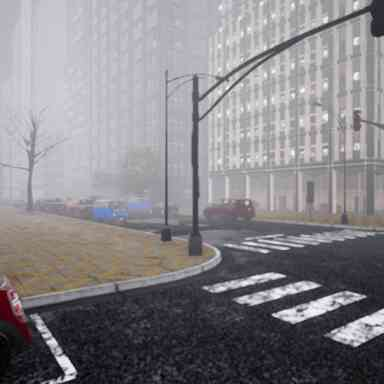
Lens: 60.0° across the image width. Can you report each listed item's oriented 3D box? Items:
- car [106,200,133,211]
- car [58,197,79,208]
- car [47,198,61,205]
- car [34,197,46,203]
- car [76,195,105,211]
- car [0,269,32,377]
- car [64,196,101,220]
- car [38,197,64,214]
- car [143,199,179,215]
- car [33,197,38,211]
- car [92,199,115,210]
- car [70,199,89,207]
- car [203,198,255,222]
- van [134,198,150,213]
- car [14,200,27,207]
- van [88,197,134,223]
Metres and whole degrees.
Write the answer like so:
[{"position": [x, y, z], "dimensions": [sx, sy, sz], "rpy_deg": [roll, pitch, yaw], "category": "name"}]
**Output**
[{"position": [-9.902, 1.838, 45.243], "dimensions": [1.947, 1.339, 4.313], "rpy_deg": [0, 0, -36], "category": "car"}, {"position": [-20.641, 1.713, 55.295], "dimensions": [2.097, 1.767, 4.553], "rpy_deg": [0, 0, -36], "category": "car"}, {"position": [-30.176, 2.052, 72.769], "dimensions": [1.947, 1.339, 4.313], "rpy_deg": [0, 0, -36], "category": "car"}, {"position": [-38.933, 2.055, 85.188], "dimensions": [1.882, 1.535, 5.008], "rpy_deg": [0, 0, -36], "category": "car"}, {"position": [-14.337, 1.516, 46.808], "dimensions": [2.150, 2.045, 5.566], "rpy_deg": [0, 0, -36], "category": "car"}, {"position": [-4.122, 1.441, 3.618], "dimensions": [4.097, 1.590, 1.967], "rpy_deg": [0, 0, -36], "category": "car"}, {"position": [-9.897, 1.505, 31.103], "dimensions": [2.192, 1.841, 5.009], "rpy_deg": [0, 0, -36], "category": "car"}, {"position": [-16.655, 1.579, 40.278], "dimensions": [2.192, 1.841, 5.009], "rpy_deg": [0, 0, -36], "category": "car"}, {"position": [-3.144, 1.749, 36.067], "dimensions": [2.008, 1.369, 4.403], "rpy_deg": [0, 0, -36], "category": "car"}, {"position": [-20.033, 1.741, 44.866], "dimensions": [1.967, 1.590, 4.097], "rpy_deg": [0, 0, -36], "category": "car"}, {"position": [-13.382, 1.835, 49.968], "dimensions": [1.752, 1.417, 4.829], "rpy_deg": [0, 0, -36], "category": "car"}, {"position": [-20.039, 1.931, 59.006], "dimensions": [2.008, 1.369, 4.403], "rpy_deg": [0, 0, -36], "category": "car"}, {"position": [3.028, 1.445, 27.685], "dimensions": [2.192, 1.841, 5.009], "rpy_deg": [0, 0, -36], "category": "car"}, {"position": [-6.524, 1.577, 40.655], "dimensions": [1.690, 1.788, 3.998], "rpy_deg": [0, 0, -36], "category": "van"}, {"position": [-30.169, 1.990, 58.628], "dimensions": [1.802, 1.307, 4.206], "rpy_deg": [0, 0, -36], "category": "car"}, {"position": [-6.518, 1.494, 26.515], "dimensions": [1.690, 1.788, 3.998], "rpy_deg": [0, 0, -36], "category": "van"}]
